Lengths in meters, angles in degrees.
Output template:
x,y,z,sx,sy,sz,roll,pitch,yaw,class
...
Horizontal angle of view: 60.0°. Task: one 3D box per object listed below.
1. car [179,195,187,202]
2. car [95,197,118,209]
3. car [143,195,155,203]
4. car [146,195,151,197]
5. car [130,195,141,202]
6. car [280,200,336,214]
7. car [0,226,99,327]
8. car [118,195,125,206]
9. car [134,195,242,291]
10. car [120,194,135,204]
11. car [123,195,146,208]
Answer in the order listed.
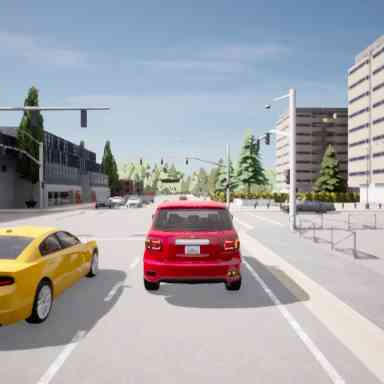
x,y,z,sx,sy,sz,roll,pitch,yaw,class
-2.026,1.501,75.329,1.812,1.442,4.674,0,0,-2,car
-11.784,1.550,45.316,1.994,1.385,4.181,0,0,-2,car
-8.849,1.484,68.819,1.837,1.490,4.892,0,0,-2,car
-8.638,1.487,58.703,1.837,1.490,4.892,0,0,-1,car
-12.491,1.477,73.890,1.837,1.490,4.892,0,0,-2,car
12.075,1.537,34.627,5.357,1.411,2.033,0,0,-2,car
-3.480,1.475,7.167,1.882,1.535,5.008,0,0,0,car
-12.021,1.509,53.751,1.812,1.442,4.674,0,0,-1,car
0.014,1.219,9.155,2.150,2.045,5.566,0,0,0,car
-12.253,1.332,63.667,2.097,1.767,4.553,0,0,-1,car
-8.372,1.511,48.618,1.812,1.442,4.674,0,0,-1,car
